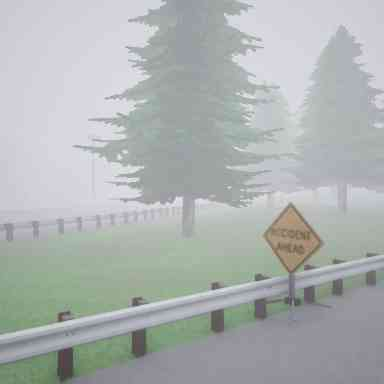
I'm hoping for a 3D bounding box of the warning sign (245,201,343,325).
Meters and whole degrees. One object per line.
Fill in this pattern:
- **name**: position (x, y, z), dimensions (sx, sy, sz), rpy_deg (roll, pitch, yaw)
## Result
- **warning sign**: position (1.791, 1.114, 5.935), dimensions (1.060, 1.860, 1.300), rpy_deg (0, 0, -35)
